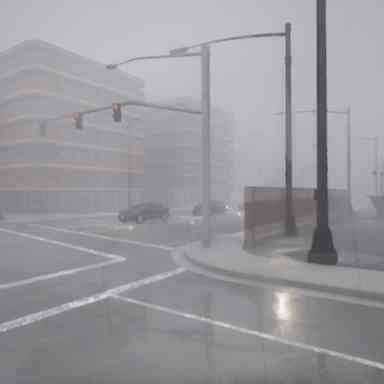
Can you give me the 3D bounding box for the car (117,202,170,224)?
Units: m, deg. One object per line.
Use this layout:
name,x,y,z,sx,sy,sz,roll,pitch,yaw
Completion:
car,-3.693,1.603,26.126,1.837,1.490,4.892,0,0,35

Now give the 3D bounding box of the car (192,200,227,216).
car,1.895,1.604,34.251,1.837,1.490,4.892,0,0,35

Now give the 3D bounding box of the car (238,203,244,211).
car,7.657,1.702,42.620,1.895,1.301,4.718,0,0,35
